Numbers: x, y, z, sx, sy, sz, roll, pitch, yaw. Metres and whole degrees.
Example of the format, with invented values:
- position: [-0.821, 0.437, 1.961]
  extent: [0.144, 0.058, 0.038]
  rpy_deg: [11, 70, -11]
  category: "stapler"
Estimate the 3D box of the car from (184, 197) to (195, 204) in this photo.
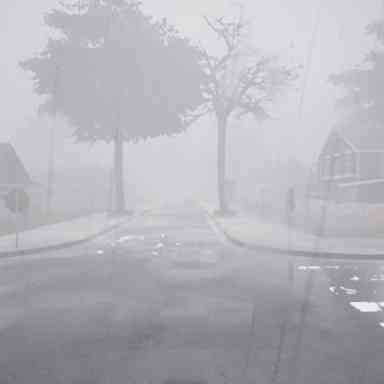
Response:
- position: [-0.491, 1.550, 61.678]
  extent: [1.895, 1.301, 4.718]
  rpy_deg: [0, 0, 0]
  category: "car"

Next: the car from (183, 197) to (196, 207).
- position: [-0.410, 1.483, 51.645]
  extent: [1.812, 1.442, 4.674]
  rpy_deg: [0, 0, 0]
  category: "car"
